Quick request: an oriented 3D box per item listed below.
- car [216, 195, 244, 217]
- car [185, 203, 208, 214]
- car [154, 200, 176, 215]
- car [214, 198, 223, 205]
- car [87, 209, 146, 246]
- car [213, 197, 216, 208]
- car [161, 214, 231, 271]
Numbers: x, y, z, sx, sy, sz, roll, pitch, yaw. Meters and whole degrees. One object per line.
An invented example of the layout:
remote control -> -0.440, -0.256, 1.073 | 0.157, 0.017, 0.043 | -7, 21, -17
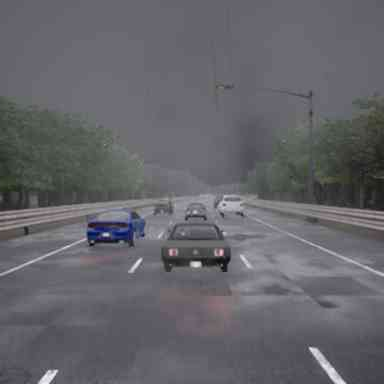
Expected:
car -> 3.896, 1.375, 33.684 | 2.150, 2.045, 5.566 | 0, 0, 2
car -> 0.377, 1.672, 28.914 | 2.033, 1.411, 5.357 | 0, 0, 1
car -> -2.933, 1.673, 35.881 | 1.837, 1.490, 4.892 | 0, 0, 2
car -> 5.939, 2.084, 75.267 | 2.033, 1.411, 5.357 | 0, -1, 4
car -> -3.341, 1.534, 15.510 | 1.882, 1.535, 5.008 | 0, 0, 0
car -> 4.655, 1.535, 53.544 | 2.150, 2.045, 5.566 | 0, -1, 3
car -> 0.122, 1.638, 11.030 | 1.895, 1.301, 4.718 | 0, 0, 0
